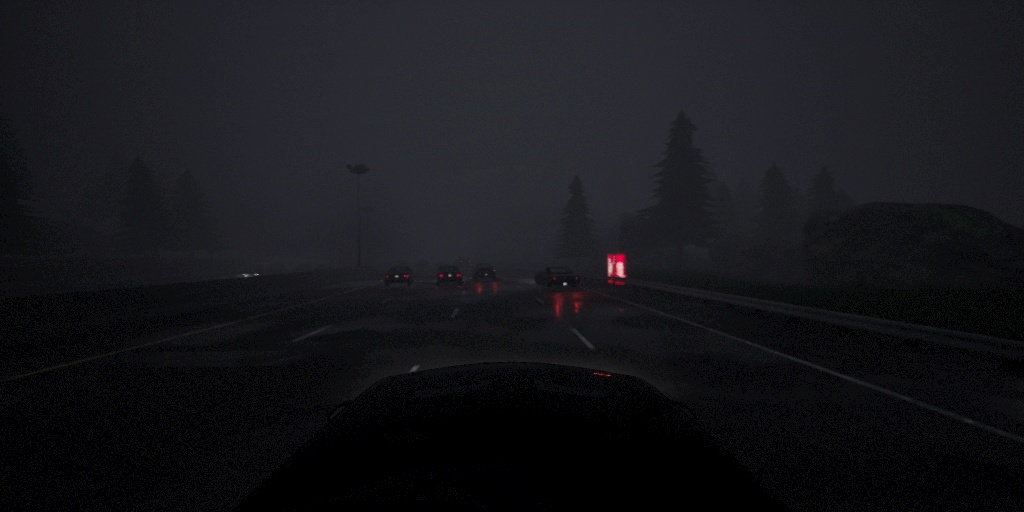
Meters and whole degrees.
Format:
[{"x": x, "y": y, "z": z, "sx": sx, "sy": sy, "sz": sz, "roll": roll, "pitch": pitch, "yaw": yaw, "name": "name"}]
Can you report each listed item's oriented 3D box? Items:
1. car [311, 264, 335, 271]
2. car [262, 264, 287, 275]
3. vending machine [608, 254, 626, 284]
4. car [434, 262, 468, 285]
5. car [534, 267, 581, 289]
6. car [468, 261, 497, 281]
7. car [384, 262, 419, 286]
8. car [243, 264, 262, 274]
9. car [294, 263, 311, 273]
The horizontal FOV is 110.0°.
[{"x": -24.931, "y": 1.722, "z": 47.852, "sx": 1.994, "sy": 1.385, "sz": 4.181, "roll": -1, "pitch": 0, "yaw": -18, "name": "car"}, {"x": -33.478, "y": 1.821, "z": 51.037, "sx": 1.812, "sy": 1.442, "sz": 4.674, "roll": -1, "pitch": 0, "yaw": -20, "name": "car"}, {"x": 7.143, "y": 0.837, "z": 24.395, "sx": 1.100, "sy": 2.100, "sz": 0.880, "roll": 0, "pitch": 0, "yaw": -7, "name": "vending machine"}, {"x": -4.765, "y": 1.379, "z": 27.001, "sx": 2.033, "sy": 1.411, "sz": 5.357, "roll": -1, "pitch": 0, "yaw": -12, "name": "car"}, {"x": 2.700, "y": 1.312, "z": 22.612, "sx": 1.895, "sy": 1.301, "sz": 4.718, "roll": -1, "pitch": 0, "yaw": -8, "name": "car"}, {"x": -2.487, "y": 1.322, "z": 31.098, "sx": 1.812, "sy": 1.442, "sz": 4.674, "roll": -1, "pitch": 0, "yaw": -11, "name": "car"}, {"x": -8.336, "y": 1.436, "z": 26.728, "sx": 2.033, "sy": 1.411, "sz": 5.357, "roll": -1, "pitch": 0, "yaw": -12, "name": "car"}, {"x": -37.957, "y": 1.927, "z": 52.919, "sx": 1.994, "sy": 1.385, "sz": 4.181, "roll": -1, "pitch": 0, "yaw": -22, "name": "car"}, {"x": -30.099, "y": 1.789, "z": 52.012, "sx": 2.033, "sy": 1.411, "sz": 5.357, "roll": -1, "pitch": 0, "yaw": -20, "name": "car"}]
